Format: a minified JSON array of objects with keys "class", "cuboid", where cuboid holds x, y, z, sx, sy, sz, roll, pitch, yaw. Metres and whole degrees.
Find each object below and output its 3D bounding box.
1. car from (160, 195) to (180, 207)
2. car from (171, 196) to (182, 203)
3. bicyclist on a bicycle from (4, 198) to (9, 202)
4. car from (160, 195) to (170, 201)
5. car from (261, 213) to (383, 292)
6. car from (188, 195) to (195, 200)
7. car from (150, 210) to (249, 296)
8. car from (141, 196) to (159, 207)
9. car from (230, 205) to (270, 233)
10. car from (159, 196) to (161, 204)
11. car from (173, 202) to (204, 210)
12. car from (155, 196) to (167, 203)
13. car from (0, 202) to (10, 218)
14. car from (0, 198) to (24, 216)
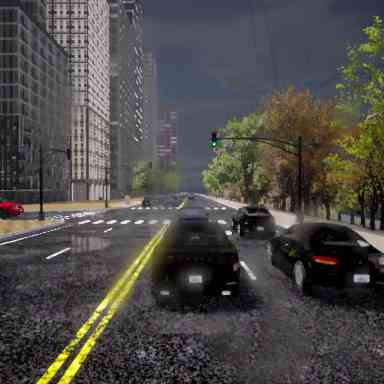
[{"class":"car","cuboid":[-3.439,1.539,52.923,2.033,1.411,5.357,0,0,0]},{"class":"car","cuboid":[-3.392,1.529,73.415,2.033,1.411,5.357,0,0,0]},{"class":"bicyclist on a bicycle","cuboid":[-24.735,1.578,44.161,0.582,1.620,1.656,-1,1,0]},{"class":"car","cuboid":[-6.657,1.530,82.032,2.033,1.411,5.357,0,0,0]},{"class":"car","cuboid":[3.315,1.524,8.816,1.812,1.442,4.674,0,0,0]},{"class":"car","cuboid":[-0.179,1.533,92.730,2.033,1.411,5.357,0,0,0]},{"class":"car","cuboid":[0.074,1.476,8.695,1.882,1.535,5.008,0,0,0]},{"class":"car","cuboid":[-6.688,1.497,51.578,1.837,1.490,4.892,0,0,0]},{"class":"car","cuboid":[3.291,1.503,18.303,1.837,1.490,4.892,0,0,0]},{"class":"car","cuboid":[-6.686,1.482,60.997,2.128,1.511,4.902,0,0,0]},{"class":"car","cuboid":[0.020,1.545,18.760,2.033,1.411,5.357,0,0,-1]},{"class":"car","cuboid":[-6.638,1.529,71.496,2.033,1.411,5.357,0,0,0]},{"class":"car","cuboid":[-19.354,1.880,30.044,4.181,1.385,1.994,-1,1,0]},{"class":"car","cuboid":[-19.897,1.518,33.293,5.566,2.045,2.150,-1,1,0]}]
